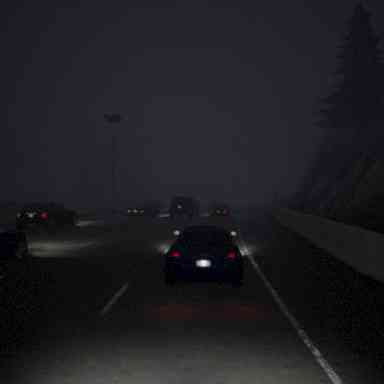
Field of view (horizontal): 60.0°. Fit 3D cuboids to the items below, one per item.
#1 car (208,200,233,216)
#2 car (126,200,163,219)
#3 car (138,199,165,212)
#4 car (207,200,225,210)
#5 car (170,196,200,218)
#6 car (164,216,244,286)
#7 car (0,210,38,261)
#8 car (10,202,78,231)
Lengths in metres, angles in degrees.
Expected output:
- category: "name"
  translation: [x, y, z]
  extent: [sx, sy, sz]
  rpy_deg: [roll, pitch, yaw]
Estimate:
- category: "car"
  translation: [2.758, 1.793, 31.531]
  extent: [2.033, 1.411, 5.357]
  rpy_deg: [0, 0, 11]
- category: "car"
  translation: [-4.429, 1.731, 30.951]
  extent: [2.033, 1.411, 5.357]
  rpy_deg: [0, 0, 10]
- category: "car"
  translation: [-5.283, 1.746, 44.104]
  extent: [1.882, 1.535, 5.008]
  rpy_deg: [0, 0, 14]
- category: "car"
  translation: [3.738, 1.955, 51.053]
  extent: [1.994, 1.385, 4.181]
  rpy_deg: [0, 0, 16]
- category: "car"
  translation: [-0.635, 1.445, 32.197]
  extent: [2.150, 2.045, 5.566]
  rpy_deg: [0, 0, 10]
- category: "car"
  translation: [0.373, 1.636, 9.707]
  extent: [1.994, 1.385, 4.181]
  rpy_deg: [0, 0, 3]
- category: "car"
  translation: [-6.652, 1.491, 9.406]
  extent: [1.882, 1.535, 5.008]
  rpy_deg: [0, 0, 3]
- category: "car"
  translation: [-9.169, 1.430, 21.513]
  extent: [2.097, 1.767, 4.553]
  rpy_deg: [0, 0, 6]
